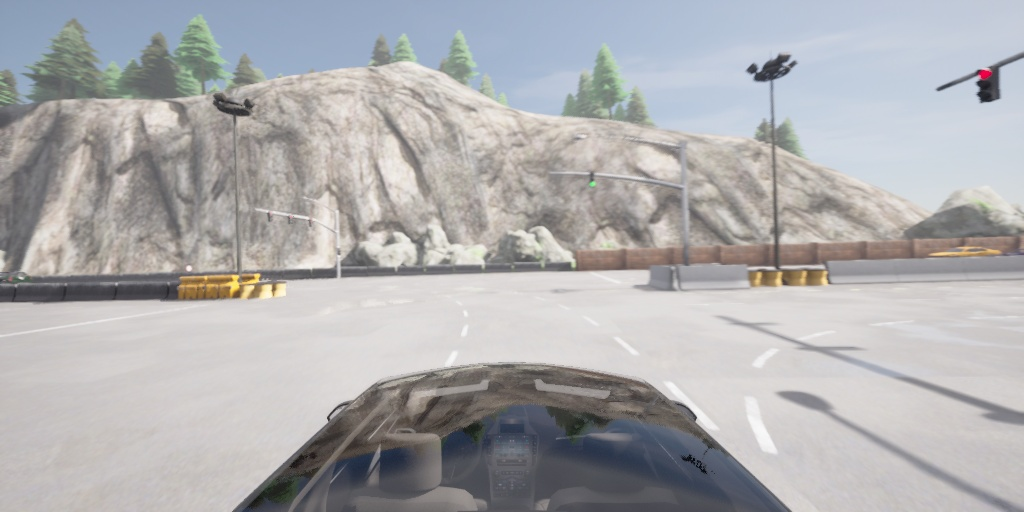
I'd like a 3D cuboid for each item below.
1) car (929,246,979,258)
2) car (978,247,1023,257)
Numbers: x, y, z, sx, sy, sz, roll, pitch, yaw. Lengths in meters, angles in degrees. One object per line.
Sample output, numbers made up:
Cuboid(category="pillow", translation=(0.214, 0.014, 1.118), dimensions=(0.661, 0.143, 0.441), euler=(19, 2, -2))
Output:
Cuboid(category="car", translation=(42.302, -0.105, 33.624), dimensions=(5.008, 1.535, 1.882), euler=(-2, 0, 4))
Cuboid(category="car", translation=(43.056, -0.003, 30.054), dimensions=(4.718, 1.301, 1.895), euler=(-2, 0, 4))
